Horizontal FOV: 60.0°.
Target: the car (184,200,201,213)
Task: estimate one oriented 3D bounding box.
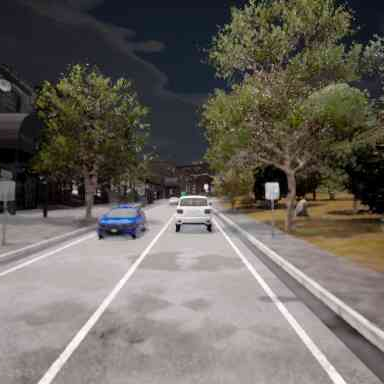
[{"bbox_3d":[0.105,1.678,39.639,1.895,1.301,4.718,0,0,0],"label":"car"}]

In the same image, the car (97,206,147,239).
[{"bbox_3d":[-3.597,1.513,17.818,1.882,1.535,5.008,0,0,0],"label":"car"}]

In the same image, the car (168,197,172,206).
[{"bbox_3d":[-3.204,1.651,59.364,1.812,1.442,4.674,0,0,4],"label":"car"}]

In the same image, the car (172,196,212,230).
[{"bbox_3d":[0.103,1.264,21.336,2.150,2.045,5.566,0,0,0],"label":"car"}]
